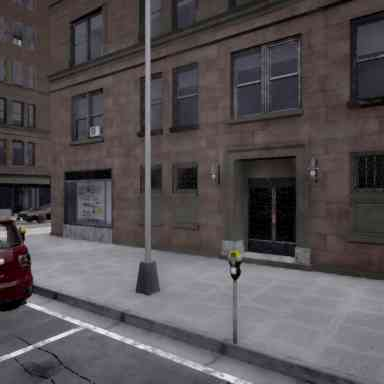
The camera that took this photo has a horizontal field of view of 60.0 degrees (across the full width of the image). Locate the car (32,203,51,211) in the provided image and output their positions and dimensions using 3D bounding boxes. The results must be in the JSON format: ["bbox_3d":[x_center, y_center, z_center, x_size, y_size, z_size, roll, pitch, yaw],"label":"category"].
[{"bbox_3d":[-10.254,1.503,25.184,2.033,1.411,5.357,0,0,36],"label":"car"}]

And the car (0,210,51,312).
[{"bbox_3d":[-5.082,1.315,6.423,5.009,1.841,2.192,0,0,35],"label":"car"}]
